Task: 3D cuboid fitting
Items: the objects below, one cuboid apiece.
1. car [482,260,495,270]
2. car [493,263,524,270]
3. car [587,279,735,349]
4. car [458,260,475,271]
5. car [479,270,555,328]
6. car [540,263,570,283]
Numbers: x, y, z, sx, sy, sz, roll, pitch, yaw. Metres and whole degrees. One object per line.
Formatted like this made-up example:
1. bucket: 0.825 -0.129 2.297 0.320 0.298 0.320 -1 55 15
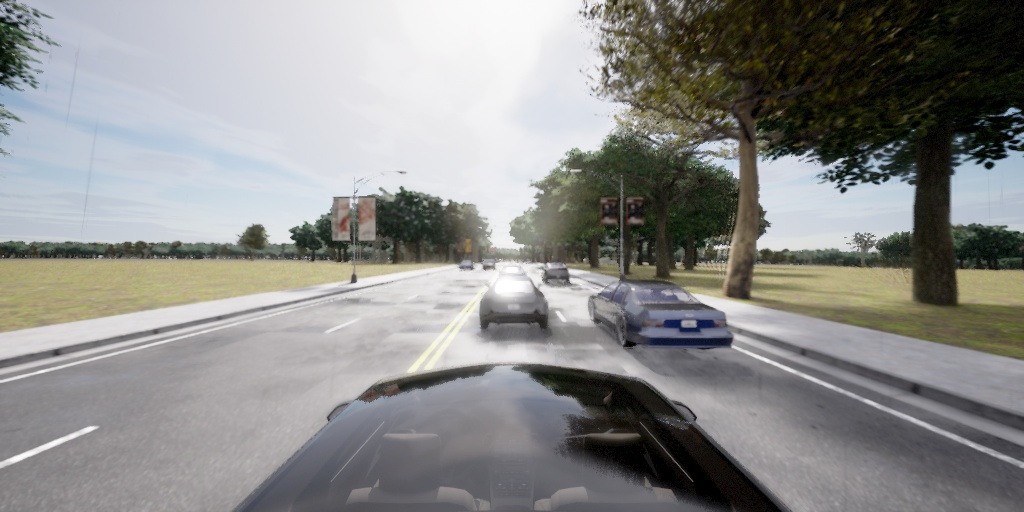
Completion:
1. car: -3.307 1.326 52.670 1.837 1.490 4.892 0 -1 0
2. car: 0.051 1.320 24.163 2.033 1.411 5.357 0 0 1
3. car: 3.296 1.303 9.160 2.033 1.411 5.357 0 0 0
4. car: -6.557 1.344 52.418 1.812 1.442 4.674 0 0 0
5. car: 0.065 1.320 11.438 1.994 1.385 4.181 0 0 0
6. car: 3.325 1.270 27.852 2.128 1.511 4.902 0 0 0
